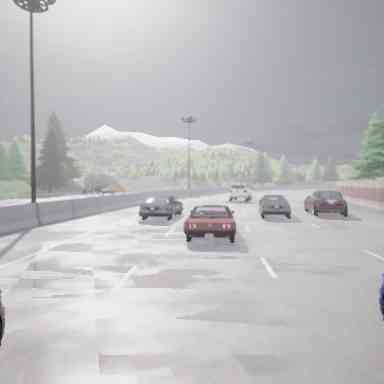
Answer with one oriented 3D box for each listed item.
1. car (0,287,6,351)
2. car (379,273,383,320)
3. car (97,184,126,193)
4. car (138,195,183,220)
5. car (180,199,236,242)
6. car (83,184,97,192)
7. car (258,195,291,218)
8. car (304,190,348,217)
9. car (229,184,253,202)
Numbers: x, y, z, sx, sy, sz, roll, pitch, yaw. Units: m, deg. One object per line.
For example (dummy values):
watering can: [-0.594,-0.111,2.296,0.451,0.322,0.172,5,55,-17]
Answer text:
car: [-3.292,1.406,2.200,1.882,1.535,5.008,0,2,1]
car: [3.704,1.385,2.955,1.882,1.535,5.008,0,2,1]
car: [-12.267,-0.383,52.289,1.882,1.535,5.008,1,2,19]
car: [-1.821,0.911,20.998,2.033,1.411,5.357,0,2,9]
car: [0.838,1.178,13.926,1.895,1.301,4.718,0,2,5]
car: [-15.575,-0.460,53.430,1.837,1.490,4.892,1,2,19]
car: [5.429,0.879,22.149,2.033,1.411,5.357,0,2,9]
car: [9.229,0.652,23.214,2.097,1.767,4.553,0,2,10]
car: [5.867,0.028,39.526,2.150,2.045,5.566,0,1,17]
